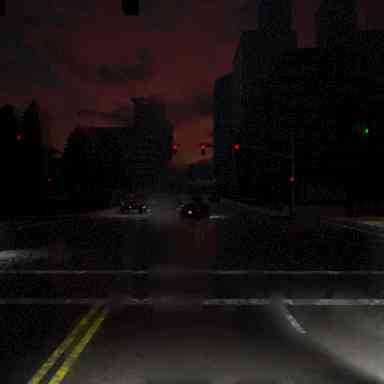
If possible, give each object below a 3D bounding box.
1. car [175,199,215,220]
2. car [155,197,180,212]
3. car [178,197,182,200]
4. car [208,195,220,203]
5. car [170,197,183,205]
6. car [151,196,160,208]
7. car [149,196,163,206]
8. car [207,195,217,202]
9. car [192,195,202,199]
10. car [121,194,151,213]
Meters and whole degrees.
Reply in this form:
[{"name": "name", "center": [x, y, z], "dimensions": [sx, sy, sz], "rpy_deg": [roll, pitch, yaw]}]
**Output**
[{"name": "car", "center": [0.327, 1.564, 28.066], "dimensions": [1.994, 1.385, 4.181], "rpy_deg": [0, 0, 14]}, {"name": "car", "center": [-2.839, 1.601, 39.200], "dimensions": [1.895, 1.301, 4.718], "rpy_deg": [0, 0, 1]}, {"name": "car", "center": [-2.751, 1.564, 48.002], "dimensions": [1.994, 1.385, 4.181], "rpy_deg": [0, 0, 1]}, {"name": "car", "center": [4.636, 1.547, 67.319], "dimensions": [2.033, 1.411, 5.357], "rpy_deg": [0, 0, 1]}, {"name": "car", "center": [-2.635, 1.547, 58.326], "dimensions": [2.033, 1.411, 5.357], "rpy_deg": [0, 0, 1]}, {"name": "car", "center": [-6.262, 1.491, 46.973], "dimensions": [2.128, 1.511, 4.902], "rpy_deg": [0, 0, 1]}, {"name": "car", "center": [-6.153, 1.505, 57.032], "dimensions": [1.837, 1.490, 4.892], "rpy_deg": [0, 0, 0]}, {"name": "car", "center": [4.627, 1.478, 77.142], "dimensions": [1.882, 1.535, 5.008], "rpy_deg": [0, 0, 1]}, {"name": "car", "center": [1.033, 1.352, 67.436], "dimensions": [2.097, 1.767, 4.553], "rpy_deg": [0, 0, 1]}, {"name": "car", "center": [-6.360, 1.221, 37.093], "dimensions": [2.150, 2.045, 5.566], "rpy_deg": [0, 0, 1]}]
